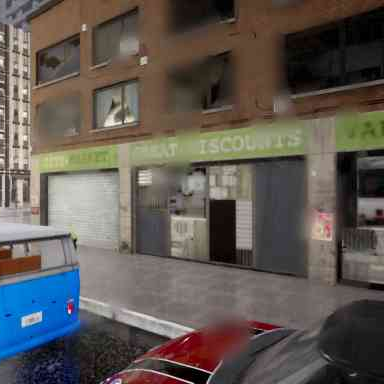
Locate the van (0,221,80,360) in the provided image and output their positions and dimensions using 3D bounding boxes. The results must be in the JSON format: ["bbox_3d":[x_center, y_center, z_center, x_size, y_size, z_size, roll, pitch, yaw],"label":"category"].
[{"bbox_3d":[-3.492,1.343,5.204,3.998,1.788,1.690,0,0,35],"label":"van"}]

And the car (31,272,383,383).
[{"bbox_3d":[1.147,1.440,1.909,4.097,1.590,1.967,0,0,35],"label":"car"}]
